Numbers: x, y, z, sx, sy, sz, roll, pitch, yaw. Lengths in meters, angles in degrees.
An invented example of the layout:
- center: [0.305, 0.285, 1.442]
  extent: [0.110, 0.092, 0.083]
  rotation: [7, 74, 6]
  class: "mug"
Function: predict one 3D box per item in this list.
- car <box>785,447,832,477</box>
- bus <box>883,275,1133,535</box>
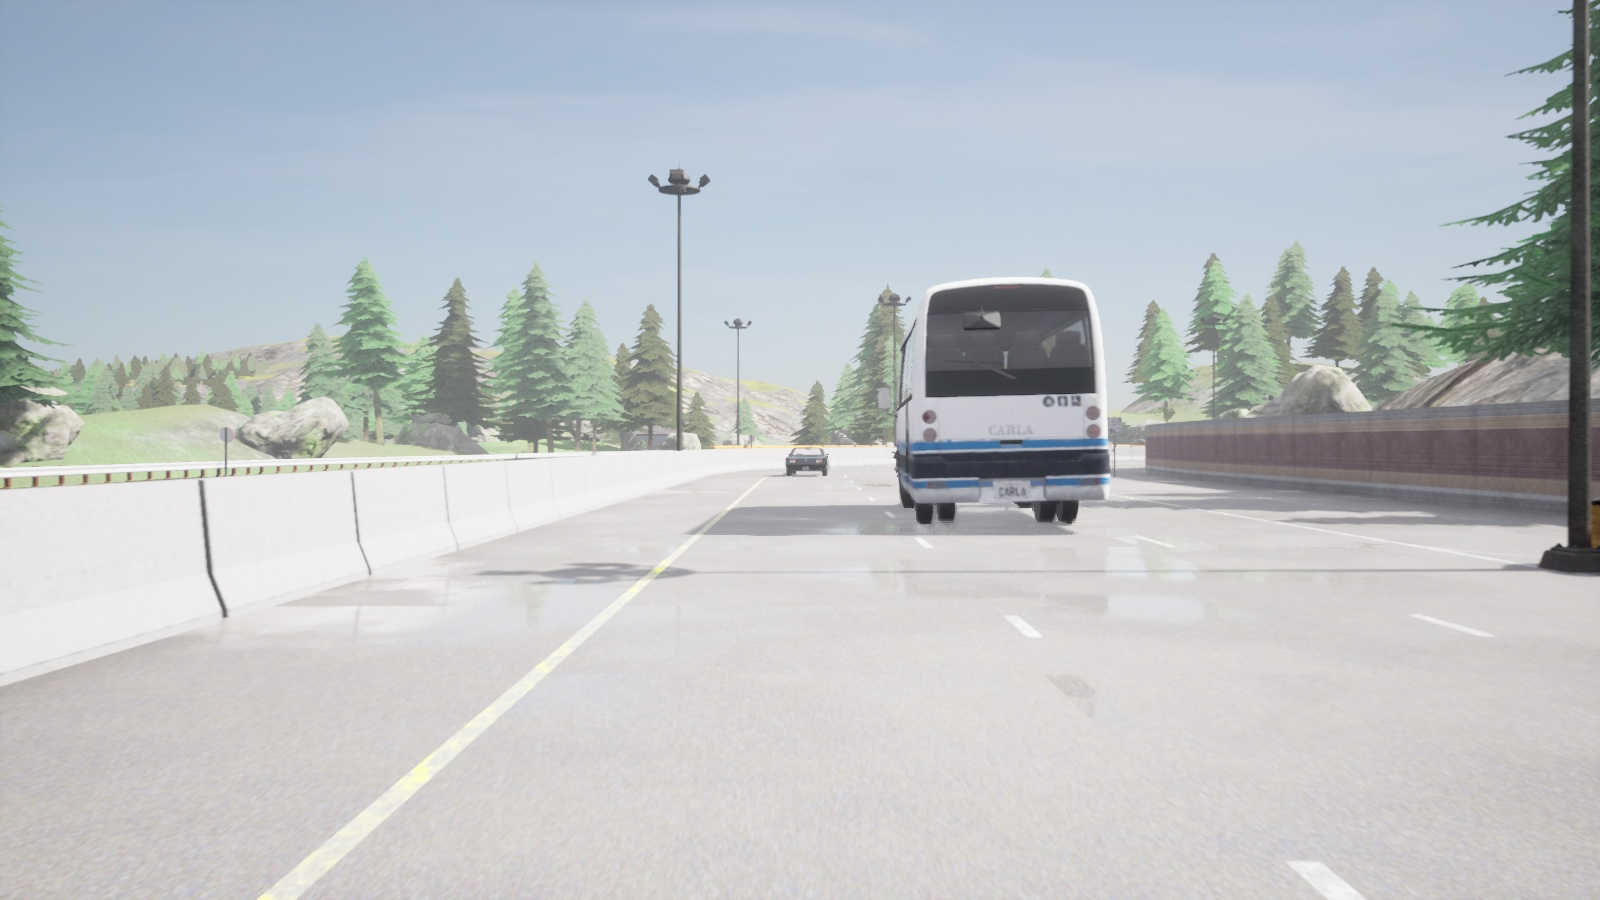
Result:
- center: [0.419, 0.519, 58.185]
  extent: [1.895, 1.301, 4.718]
  rotation: [0, 0, 4]
  class: "car"
- center: [3.797, -0.774, 26.101]
  extent: [3.944, 4.253, 10.273]
  rotation: [-1, 0, 3]
  class: "bus"
